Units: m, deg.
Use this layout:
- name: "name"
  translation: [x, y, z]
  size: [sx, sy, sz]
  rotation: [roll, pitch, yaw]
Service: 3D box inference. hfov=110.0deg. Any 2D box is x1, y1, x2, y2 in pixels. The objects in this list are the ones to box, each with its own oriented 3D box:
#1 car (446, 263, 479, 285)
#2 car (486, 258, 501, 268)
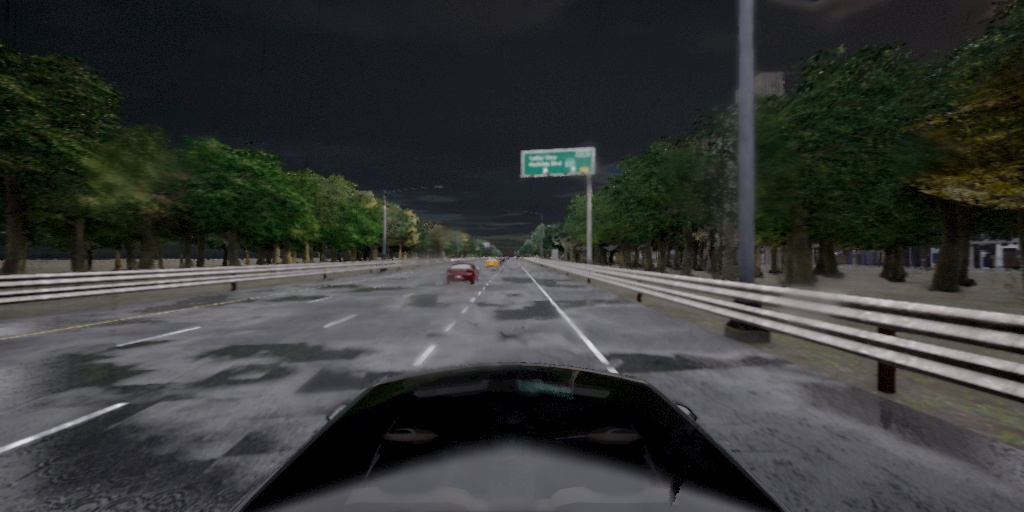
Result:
- name: "car"
  translation: [-3.470, 1.222, 25.884]
  size: [1.882, 1.535, 5.008]
  rotation: [0, 0, 0]
- name: "car"
  translation: [-3.400, 1.212, 61.979]
  size: [1.882, 1.535, 5.008]
  rotation: [0, 0, 0]
